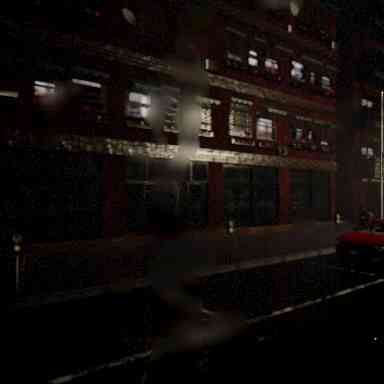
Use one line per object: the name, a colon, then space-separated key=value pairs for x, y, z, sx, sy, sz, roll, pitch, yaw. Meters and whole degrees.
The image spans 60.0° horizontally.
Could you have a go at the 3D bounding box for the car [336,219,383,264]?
car: x=6.715 y=1.596 z=11.345 sx=4.507 sy=1.381 sz=1.887 roll=0 pitch=0 yaw=-35
